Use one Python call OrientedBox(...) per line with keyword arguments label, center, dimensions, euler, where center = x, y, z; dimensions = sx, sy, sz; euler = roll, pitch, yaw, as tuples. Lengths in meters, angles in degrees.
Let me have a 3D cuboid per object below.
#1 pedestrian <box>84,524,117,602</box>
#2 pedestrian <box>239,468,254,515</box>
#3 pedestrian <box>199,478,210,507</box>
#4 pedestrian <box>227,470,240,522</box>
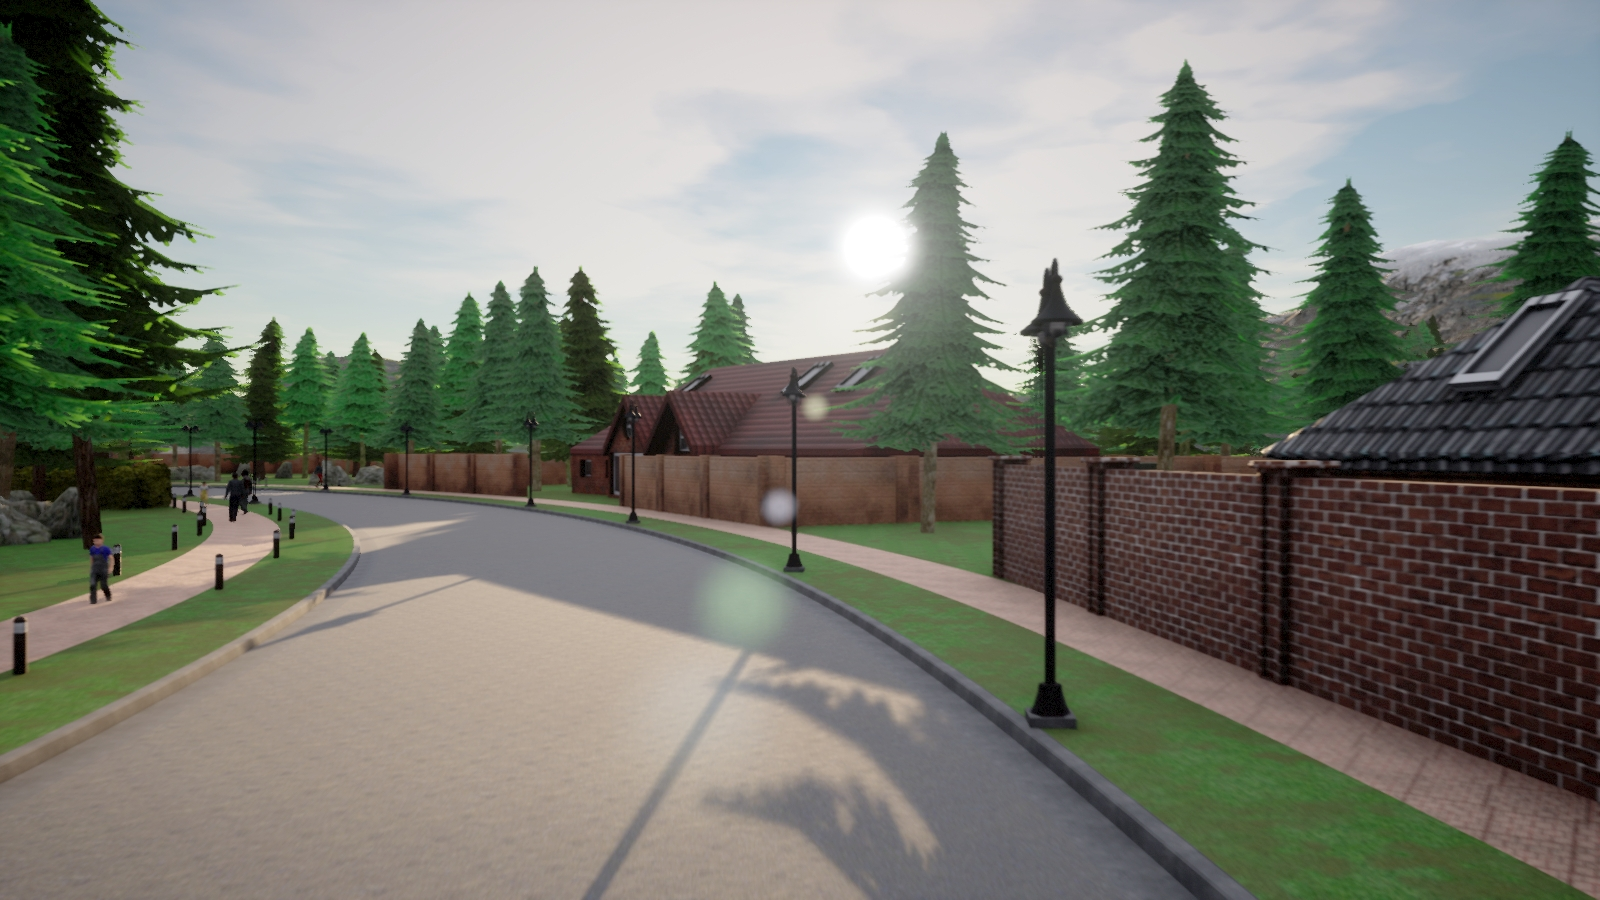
OrientedBox(label="pedestrian", center=(-12.106, 1.946, 19.787), dimensions=(0.375, 1.300, 0.375), euler=(0, 0, -11))
OrientedBox(label="pedestrian", center=(-22.239, 1.669, 45.925), dimensions=(0.375, 1.860, 0.375), euler=(0, 0, 21))
OrientedBox(label="pedestrian", center=(-27.441, 1.950, 52.648), dimensions=(0.375, 1.300, 0.375), euler=(0, 0, -36))
OrientedBox(label="pedestrian", center=(-20.467, 1.668, 41.273), dimensions=(0.375, 1.860, 0.375), euler=(0, 0, -34))
